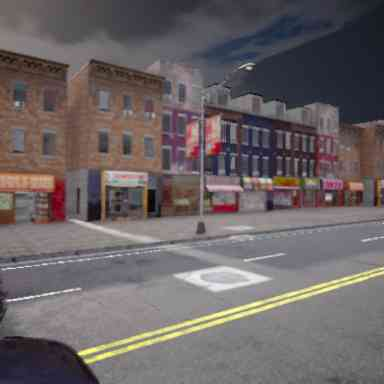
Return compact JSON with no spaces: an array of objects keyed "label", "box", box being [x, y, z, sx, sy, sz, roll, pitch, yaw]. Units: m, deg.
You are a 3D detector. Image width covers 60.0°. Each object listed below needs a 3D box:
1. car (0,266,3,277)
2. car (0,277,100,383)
[{"label":"car","box":[-4.948,1.531,4.148,4.674,1.442,1.812,0,0,-35]},{"label":"car","box":[-2.466,1.567,1.681,4.181,1.385,1.994,0,0,-36]}]
